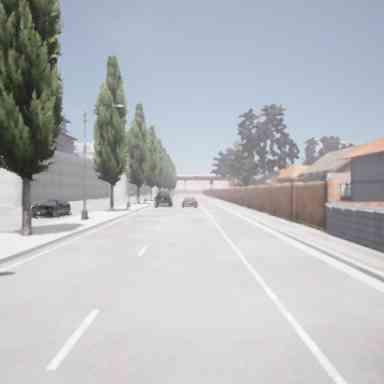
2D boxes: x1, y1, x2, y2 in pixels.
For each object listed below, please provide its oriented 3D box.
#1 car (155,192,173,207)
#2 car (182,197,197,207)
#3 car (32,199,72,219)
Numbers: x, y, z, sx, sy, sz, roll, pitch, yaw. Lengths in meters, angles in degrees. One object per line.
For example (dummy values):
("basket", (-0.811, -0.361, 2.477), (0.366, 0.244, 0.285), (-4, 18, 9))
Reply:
("car", (-3.825, 0.991, 46.169), (2.150, 2.045, 5.566), (0, 1, 0))
("car", (-0.321, 1.327, 46.402), (1.994, 1.385, 4.181), (0, 0, 0))
("car", (-11.768, 1.322, 27.974), (1.882, 1.535, 5.008), (1, 0, 0))
